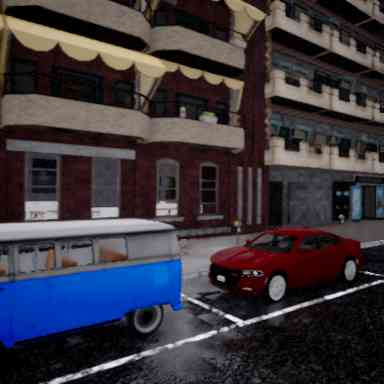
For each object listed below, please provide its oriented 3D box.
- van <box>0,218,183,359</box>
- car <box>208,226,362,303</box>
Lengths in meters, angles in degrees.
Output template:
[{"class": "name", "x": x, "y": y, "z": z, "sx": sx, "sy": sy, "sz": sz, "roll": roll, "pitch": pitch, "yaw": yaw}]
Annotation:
[{"class": "van", "x": -2.048, "y": 1.348, "z": 5.094, "sx": 3.998, "sy": 1.788, "sz": 1.690, "roll": 0, "pitch": 0, "yaw": -35}, {"class": "car", "x": 2.449, "y": 1.584, "z": 8.297, "sx": 4.507, "sy": 1.381, "sz": 1.887, "roll": 0, "pitch": 0, "yaw": -35}]
